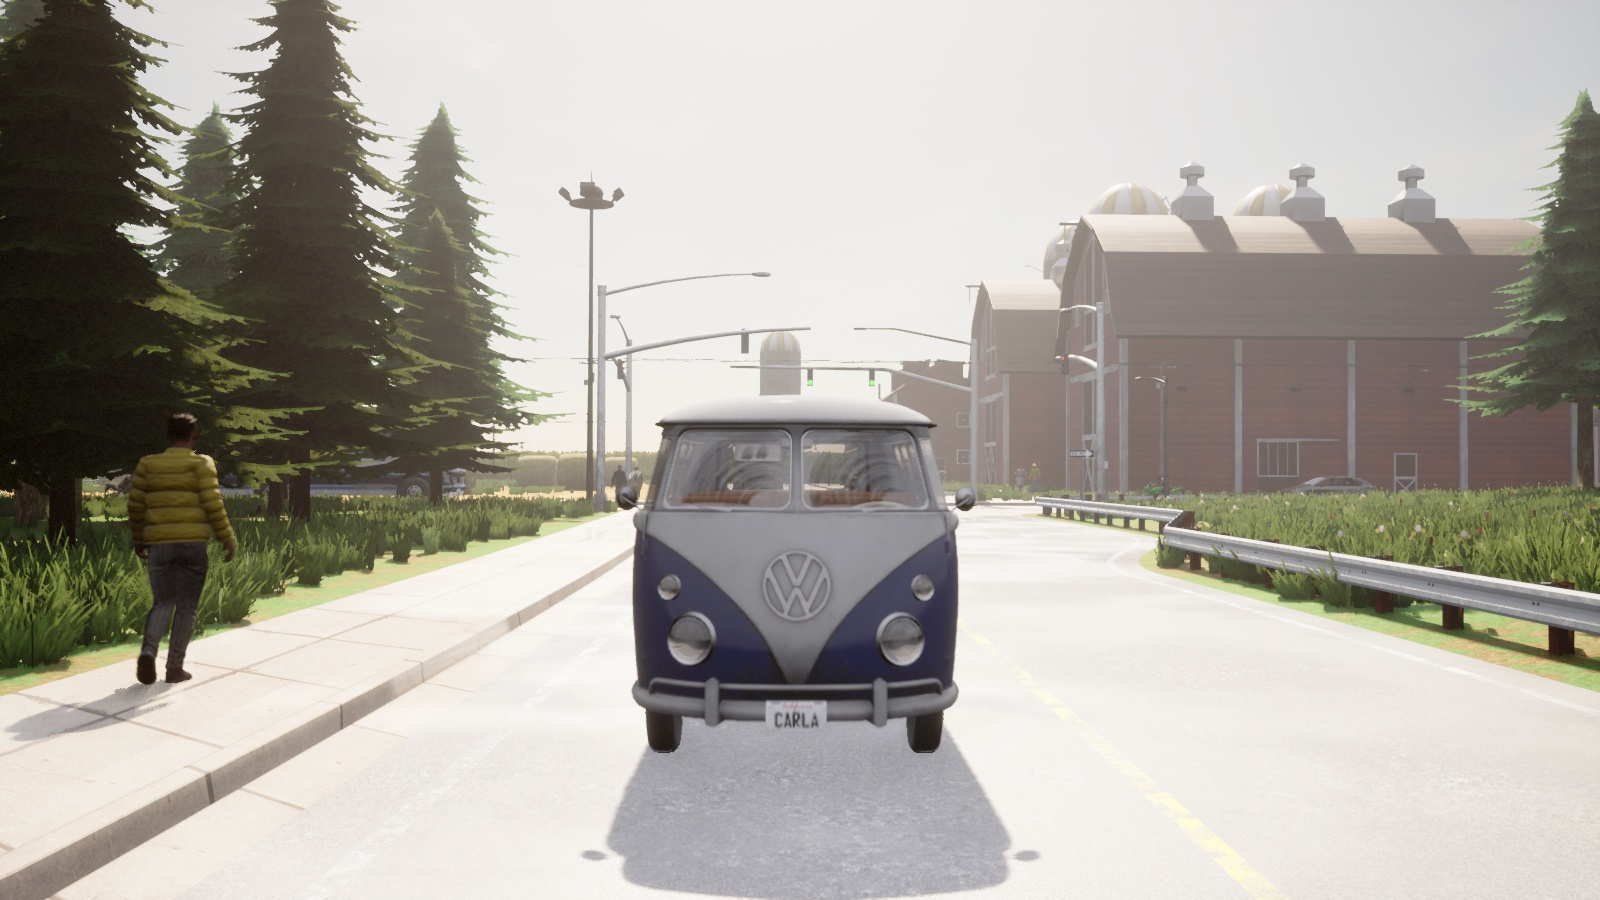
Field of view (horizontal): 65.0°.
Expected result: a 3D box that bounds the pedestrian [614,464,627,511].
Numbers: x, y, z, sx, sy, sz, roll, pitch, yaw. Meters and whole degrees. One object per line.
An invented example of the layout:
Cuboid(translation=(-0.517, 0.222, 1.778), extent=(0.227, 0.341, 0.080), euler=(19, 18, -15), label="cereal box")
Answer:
Cuboid(translation=(-7.052, 1.482, 49.405), extent=(0.402, 1.842, 0.726), euler=(0, -1, 0), label="pedestrian")

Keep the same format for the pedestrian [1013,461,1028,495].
Cuboid(translation=(12.895, 1.634, 73.400), extent=(0.659, 1.952, 0.873), euler=(0, -1, -3), label="pedestrian")

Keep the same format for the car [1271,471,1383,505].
Cuboid(translation=(23.452, 1.699, 55.983), extent=(4.193, 1.474, 1.816), euler=(0, -1, -1), label="car")

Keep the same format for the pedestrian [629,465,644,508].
Cuboid(translation=(-7.001, 1.565, 53.843), extent=(0.540, 1.848, 0.694), euler=(0, -1, -1), label="pedestrian")

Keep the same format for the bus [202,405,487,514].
Cuboid(translation=(-18.437, 0.402, 51.531), extent=(10.273, 4.253, 3.944), euler=(0, -1, -1), label="bus")

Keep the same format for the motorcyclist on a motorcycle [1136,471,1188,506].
Cuboid(translation=(16.080, 1.694, 55.812), extent=(2.044, 1.523, 0.797), euler=(0, -1, -1), label="motorcyclist on a motorcycle")

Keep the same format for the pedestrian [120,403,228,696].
Cuboid(translation=(-4.112, 0.632, 8.281), extent=(0.431, 1.840, 0.709), euler=(0, -1, -8), label="pedestrian")

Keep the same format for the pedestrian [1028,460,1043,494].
Cuboid(translation=(12.619, 1.432, 67.281), extent=(0.706, 1.836, 0.354), euler=(0, -1, -34), label="pedestrian")

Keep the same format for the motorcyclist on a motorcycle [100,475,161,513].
Cuboid(translation=(-27.338, 1.794, 51.301), extent=(2.044, 1.523, 0.797), euler=(-1, -1, -1), label="motorcyclist on a motorcycle")

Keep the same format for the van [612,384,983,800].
Cuboid(translation=(-0.034, 0.702, 8.263), extent=(1.775, 1.987, 4.442), euler=(0, -1, -1), label="van")
